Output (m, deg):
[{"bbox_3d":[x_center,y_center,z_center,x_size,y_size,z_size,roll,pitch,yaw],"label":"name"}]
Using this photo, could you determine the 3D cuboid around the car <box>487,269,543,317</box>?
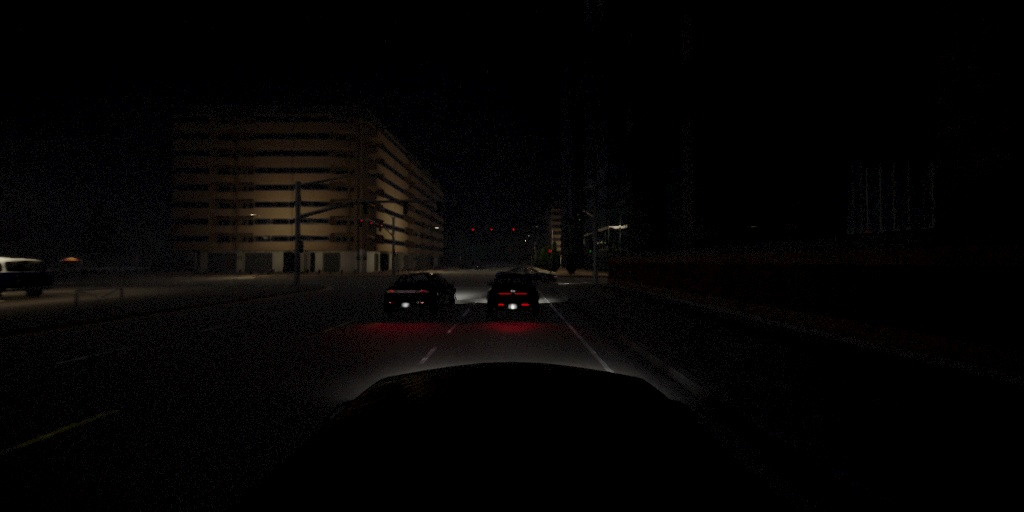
[{"bbox_3d":[0.050,1.429,14.152,1.837,1.490,4.892,0,0,1],"label":"car"}]

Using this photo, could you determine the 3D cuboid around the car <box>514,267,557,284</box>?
[{"bbox_3d":[1.243,1.722,31.844,5.357,1.411,2.033,0,-1,0],"label":"car"}]

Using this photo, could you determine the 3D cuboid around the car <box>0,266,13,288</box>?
[{"bbox_3d":[-48.532,1.797,32.005,4.892,1.490,1.837,2,-1,0],"label":"car"}]

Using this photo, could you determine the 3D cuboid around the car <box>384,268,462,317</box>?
[{"bbox_3d":[-3.451,1.415,14.123,2.128,1.511,4.902,0,-1,1],"label":"car"}]
